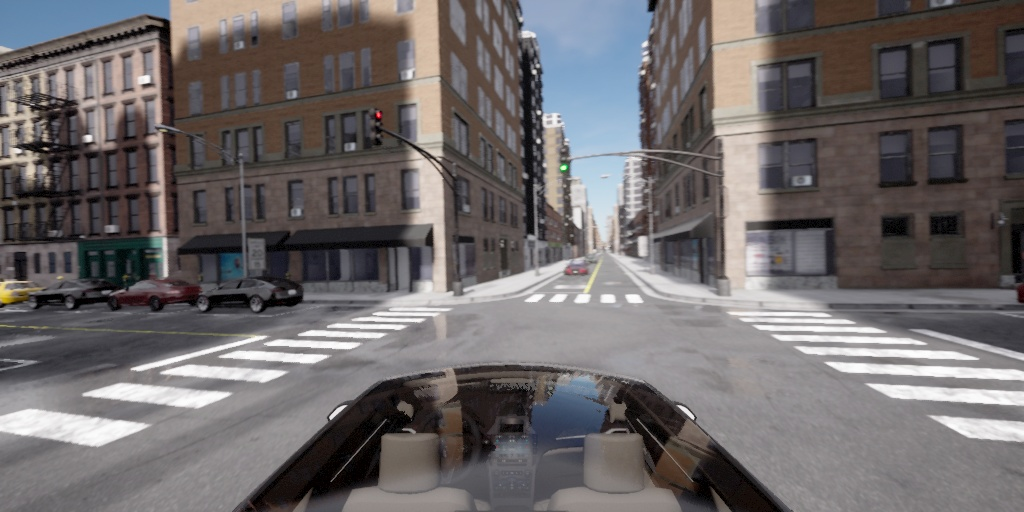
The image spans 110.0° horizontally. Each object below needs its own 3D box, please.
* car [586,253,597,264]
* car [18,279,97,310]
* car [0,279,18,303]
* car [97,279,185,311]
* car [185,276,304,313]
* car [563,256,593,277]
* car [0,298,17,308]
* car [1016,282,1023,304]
[{"bbox_3d":[13.012,0.377,59.287,2.097,1.767,4.553,-1,0,15],"label":"car"},{"bbox_3d":[-21.186,1.811,17.539,4.313,1.339,1.948,0,0,15],"label":"car"},{"bbox_3d":[-26.584,1.911,18.954,4.829,1.417,1.751,0,0,15],"label":"car"},{"bbox_3d":[-15.952,1.687,16.166,4.207,1.307,1.802,0,0,15],"label":"car"},{"bbox_3d":[-10.717,1.530,14.794,4.313,1.339,1.948,0,0,15],"label":"car"},{"bbox_3d":[5.562,1.032,30.633,1.994,1.385,4.181,-1,1,15],"label":"car"},{"bbox_3d":[-12.593,1.627,6.991,4.829,1.417,1.751,0,0,15],"label":"car"},{"bbox_3d":[15.278,0.576,7.979,5.009,1.841,2.192,0,0,15],"label":"car"}]
